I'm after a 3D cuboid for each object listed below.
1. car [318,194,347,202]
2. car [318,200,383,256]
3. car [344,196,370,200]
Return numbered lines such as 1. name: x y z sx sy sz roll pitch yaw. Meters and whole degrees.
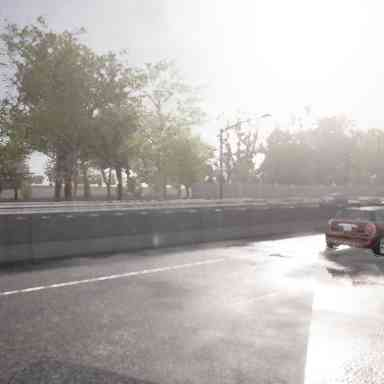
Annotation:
1. car: 20.893 1.264 48.936 5.566 2.045 2.150 0 0 -36
2. car: 7.401 1.359 13.345 4.553 1.767 2.097 0 0 -35
3. car: 23.985 1.646 46.875 4.718 1.301 1.895 0 0 -35
